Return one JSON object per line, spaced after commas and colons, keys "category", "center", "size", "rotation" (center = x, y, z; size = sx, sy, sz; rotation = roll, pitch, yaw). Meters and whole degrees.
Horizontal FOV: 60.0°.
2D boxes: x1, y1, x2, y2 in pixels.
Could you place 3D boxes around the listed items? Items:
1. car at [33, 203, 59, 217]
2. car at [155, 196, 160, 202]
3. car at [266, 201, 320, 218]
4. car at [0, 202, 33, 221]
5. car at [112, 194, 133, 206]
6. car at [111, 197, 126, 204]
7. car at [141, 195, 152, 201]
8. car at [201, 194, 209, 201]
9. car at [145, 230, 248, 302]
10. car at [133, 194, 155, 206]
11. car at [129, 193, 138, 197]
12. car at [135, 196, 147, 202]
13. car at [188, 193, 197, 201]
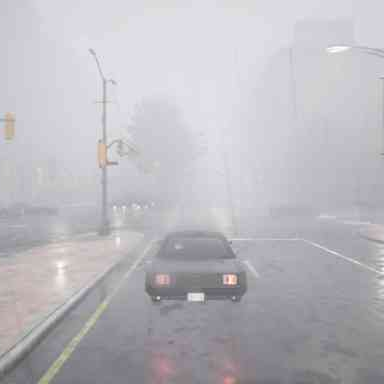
{"category": "car", "center": [-14.543, 1.601, 29.970], "size": [4.718, 1.301, 1.895], "rotation": [0, 0, -3]}
{"category": "car", "center": [-8.003, 1.564, 65.795], "size": [1.994, 1.385, 4.181], "rotation": [0, 0, 1]}
{"category": "car", "center": [9.077, 1.525, 29.945], "size": [4.674, 1.442, 1.812], "rotation": [0, 0, 0]}
{"category": "car", "center": [-15.789, 1.491, 26.327], "size": [4.902, 1.511, 2.128], "rotation": [0, 0, 0]}
{"category": "car", "center": [-11.566, 1.526, 55.161], "size": [1.812, 1.442, 4.674], "rotation": [0, 0, 0]}
{"category": "car", "center": [-14.723, 1.595, 66.869], "size": [1.895, 1.301, 4.718], "rotation": [0, 0, 0]}
{"category": "car", "center": [-11.467, 1.525, 84.691], "size": [2.128, 1.511, 4.902], "rotation": [0, 0, 0]}
{"category": "car", "center": [3.534, 1.519, 86.892], "size": [2.128, 1.511, 4.902], "rotation": [0, 0, 0]}
{"category": "car", "center": [0.078, 1.601, 8.209], "size": [1.895, 1.301, 4.718], "rotation": [0, 0, 0]}
{"category": "car", "center": [-8.066, 1.547, 56.559], "size": [2.033, 1.411, 5.357], "rotation": [0, 0, 0]}
{"category": "car", "center": [-11.512, 1.221, 64.573], "size": [2.150, 2.045, 5.566], "rotation": [0, 0, 1]}
{"category": "car", "center": [-11.471, 1.552, 74.457], "size": [1.994, 1.385, 4.181], "rotation": [0, 0, 0]}
{"category": "car", "center": [0.034, 1.218, 86.507], "size": [2.150, 2.045, 5.566], "rotation": [0, 0, 0]}
